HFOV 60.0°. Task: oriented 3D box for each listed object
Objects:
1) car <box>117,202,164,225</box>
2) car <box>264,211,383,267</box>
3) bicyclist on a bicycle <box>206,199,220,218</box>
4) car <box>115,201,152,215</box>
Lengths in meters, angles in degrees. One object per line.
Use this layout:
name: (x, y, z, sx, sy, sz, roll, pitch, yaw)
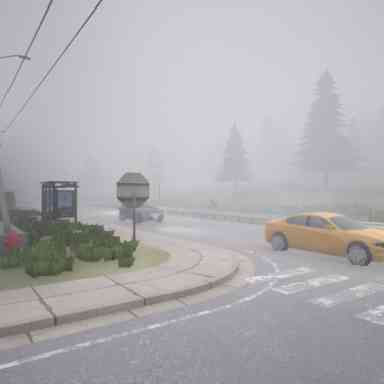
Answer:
car: (-3.832, 1.492, 24.538, 2.128, 1.511, 4.902, 0, 0, -34)
car: (4.822, 1.477, 11.830, 1.882, 1.535, 5.008, 0, 0, -34)
bicyclist on a bicycle: (1.822, 1.405, 28.707, 1.656, 1.620, 0.582, -7, 4, -34)
car: (-6.118, 1.601, 34.376, 1.895, 1.301, 4.718, 0, 0, -34)
